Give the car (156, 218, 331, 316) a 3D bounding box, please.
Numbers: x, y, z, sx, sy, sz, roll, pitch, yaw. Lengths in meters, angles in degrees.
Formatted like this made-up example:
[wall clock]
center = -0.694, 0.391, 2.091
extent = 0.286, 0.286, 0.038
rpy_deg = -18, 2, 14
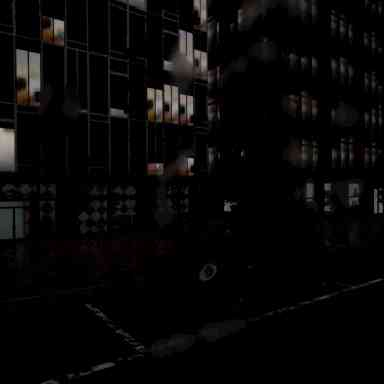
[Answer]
[car]
center = 1.217, 1.439, 7.429
extent = 4.097, 1.590, 1.967
rpy_deg = 0, -1, -35
